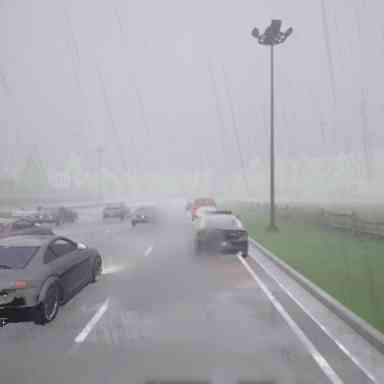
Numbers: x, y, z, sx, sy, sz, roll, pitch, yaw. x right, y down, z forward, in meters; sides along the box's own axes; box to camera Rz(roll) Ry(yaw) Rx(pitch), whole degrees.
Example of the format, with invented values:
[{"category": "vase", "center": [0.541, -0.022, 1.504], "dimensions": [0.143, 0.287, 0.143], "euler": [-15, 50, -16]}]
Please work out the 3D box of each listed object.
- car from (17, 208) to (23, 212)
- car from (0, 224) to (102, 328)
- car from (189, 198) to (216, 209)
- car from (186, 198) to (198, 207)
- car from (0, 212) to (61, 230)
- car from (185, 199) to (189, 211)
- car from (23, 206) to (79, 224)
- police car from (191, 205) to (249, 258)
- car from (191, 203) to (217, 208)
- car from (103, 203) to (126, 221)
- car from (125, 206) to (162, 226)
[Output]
[{"category": "car", "center": [-13.905, 1.892, 29.693], "dimensions": [1.895, 1.301, 4.718], "euler": [0, -1, 0]}, {"category": "car", "center": [-3.402, 1.636, 7.267], "dimensions": [1.994, 1.385, 4.181], "euler": [0, -1, 0]}, {"category": "car", "center": [1.044, 1.513, 29.475], "dimensions": [2.150, 2.045, 5.566], "euler": [0, -1, 0]}, {"category": "car", "center": [-0.013, 1.976, 63.782], "dimensions": [2.097, 1.767, 4.553], "euler": [0, -1, 0]}, {"category": "car", "center": [-6.903, 1.689, 12.662], "dimensions": [1.994, 1.385, 4.181], "euler": [0, -1, 0]}, {"category": "car", "center": [-0.008, 2.081, 49.084], "dimensions": [1.895, 1.301, 4.718], "euler": [0, -1, 0]}, {"category": "car", "center": [-10.406, 1.797, 25.468], "dimensions": [2.033, 1.411, 5.357], "euler": [0, -1, 0]}, {"category": "police car", "center": [1.047, 1.559, 13.554], "dimensions": [1.930, 1.638, 5.238], "euler": [0, -1, 0]}, {"category": "car", "center": [1.045, 1.756, 23.442], "dimensions": [1.812, 1.442, 4.674], "euler": [0, -1, 0]}, {"category": "car", "center": [-6.905, 1.795, 30.956], "dimensions": [2.128, 1.511, 4.902], "euler": [0, -1, 0]}, {"category": "car", "center": [-3.405, 1.797, 25.459], "dimensions": [2.033, 1.411, 5.357], "euler": [0, -1, 0]}]
